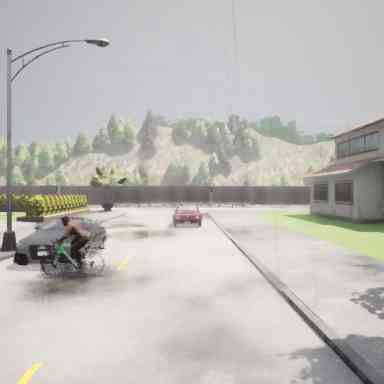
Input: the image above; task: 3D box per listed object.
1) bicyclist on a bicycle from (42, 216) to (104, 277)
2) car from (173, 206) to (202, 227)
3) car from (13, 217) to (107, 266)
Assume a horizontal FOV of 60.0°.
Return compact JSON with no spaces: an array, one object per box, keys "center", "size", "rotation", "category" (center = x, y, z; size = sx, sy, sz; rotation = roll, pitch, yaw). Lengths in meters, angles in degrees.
[{"center":[-3.165,1.454,8.814],"size":[1.656,1.620,0.582],"rotation":[-2,0,-2],"category":"bicyclist on a bicycle"},{"center":[-0.319,1.601,22.903],"size":[1.895,1.301,4.718],"rotation":[0,0,-1],"category":"car"},{"center":[-4.292,1.562,11.475],"size":[1.994,1.385,4.181],"rotation":[0,0,-1],"category":"car"}]
